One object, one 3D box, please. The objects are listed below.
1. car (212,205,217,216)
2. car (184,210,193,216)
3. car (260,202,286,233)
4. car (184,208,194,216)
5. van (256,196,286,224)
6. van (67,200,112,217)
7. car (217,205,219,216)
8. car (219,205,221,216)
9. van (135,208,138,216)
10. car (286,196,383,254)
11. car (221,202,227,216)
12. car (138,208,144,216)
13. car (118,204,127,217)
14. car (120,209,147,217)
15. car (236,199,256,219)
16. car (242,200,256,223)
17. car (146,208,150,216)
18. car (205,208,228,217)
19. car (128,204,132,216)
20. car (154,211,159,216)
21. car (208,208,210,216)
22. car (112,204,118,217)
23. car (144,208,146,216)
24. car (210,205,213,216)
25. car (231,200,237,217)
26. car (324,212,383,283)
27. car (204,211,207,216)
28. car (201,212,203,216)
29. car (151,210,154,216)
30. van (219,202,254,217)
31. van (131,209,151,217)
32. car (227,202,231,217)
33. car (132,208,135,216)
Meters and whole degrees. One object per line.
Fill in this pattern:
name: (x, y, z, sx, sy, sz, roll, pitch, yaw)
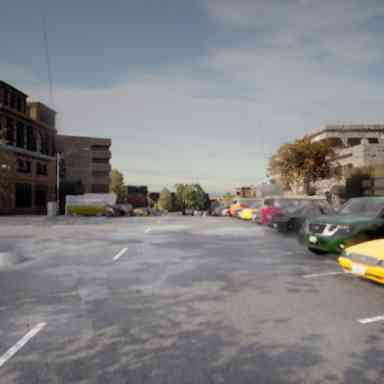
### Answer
car: (6.080, 2.834, 49.392, 5.008, 1.535, 2.097, 2, -4, -21)
car: (-0.782, 4.715, 74.606, 1.895, 1.301, 4.718, 0, -5, -1)
car: (6.367, 1.423, 17.214, 4.892, 1.521, 2.231, 1, -1, -20)
car: (-0.586, 3.962, 64.549, 2.128, 1.511, 4.902, 0, -4, -1)
van: (6.471, 1.235, 20.181, 4.442, 1.987, 1.878, 1, -2, -20)
van: (-11.478, 1.853, 36.854, 4.442, 1.987, 1.878, 1, -3, -21)
car: (6.154, 2.493, 43.532, 4.674, 1.452, 2.002, 2, -4, -21)
car: (6.189, 2.311, 40.599, 4.674, 1.452, 2.002, 2, -4, -21)
van: (-11.716, 3.020, 54.780, 4.442, 1.987, 1.878, 1, -5, -21)
car: (6.377, 1.159, 11.335, 5.566, 2.045, 2.435, 1, 0, -20)
car: (6.190, 2.126, 37.670, 4.792, 1.488, 2.163, 2, -4, -21)
car: (-11.696, 3.462, 57.773, 5.366, 1.575, 1.946, 1, -5, -21)
car: (-11.638, 2.190, 42.807, 5.566, 2.045, 2.435, 1, -4, -21)
car: (-12.253, 4.386, 69.567, 5.366, 1.575, 1.946, 1, -5, -21)
car: (6.494, 1.592, 26.053, 5.366, 1.575, 1.946, 1, -2, -20)
car: (6.350, 1.516, 23.059, 4.892, 1.521, 2.231, 1, -1, -20)
car: (-11.852, 4.148, 66.719, 5.366, 1.575, 1.946, 1, -5, -21)
car: (5.583, 4.720, 75.721, 4.553, 1.767, 2.185, 3, -6, -21)
car: (-11.728, 2.869, 48.744, 4.674, 1.452, 2.002, 1, -4, -21)
car: (-12.498, 5.712, 87.535, 5.566, 2.045, 2.435, 1, -5, -21)
car: (5.935, 3.453, 58.169, 4.892, 1.521, 2.231, 2, -5, -21)
car: (-11.653, 2.128, 39.784, 4.553, 1.767, 2.185, 0, -4, -21)
car: (-11.942, 3.945, 63.682, 4.792, 1.488, 2.163, 1, -5, -21)
car: (5.958, 3.113, 55.247, 4.553, 1.767, 2.185, 2, -5, -21)
car: (6.306, 1.688, 28.905, 4.892, 1.521, 2.231, 2, -2, -20)
car: (6.234, 1.423, 8.345, 5.366, 1.575, 1.946, 1, 0, -20)
car: (5.870, 3.645, 64.055, 5.566, 2.045, 2.435, 3, -5, -21)
car: (5.455, 5.232, 81.563, 4.553, 1.767, 2.185, 3, -6, -21)
car: (-12.230, 4.643, 75.604, 5.566, 2.045, 2.435, 1, -5, -21)
van: (6.223, 2.420, 46.521, 4.442, 1.987, 1.878, 2, -4, -21)
van: (-12.444, 5.193, 81.534, 4.442, 1.987, 1.878, 1, -5, -21)
car: (6.283, 1.803, 31.830, 5.008, 1.535, 2.097, 2, -3, -20)
car: (-11.746, 2.909, 51.748, 4.553, 1.767, 2.185, 1, -4, -21)
